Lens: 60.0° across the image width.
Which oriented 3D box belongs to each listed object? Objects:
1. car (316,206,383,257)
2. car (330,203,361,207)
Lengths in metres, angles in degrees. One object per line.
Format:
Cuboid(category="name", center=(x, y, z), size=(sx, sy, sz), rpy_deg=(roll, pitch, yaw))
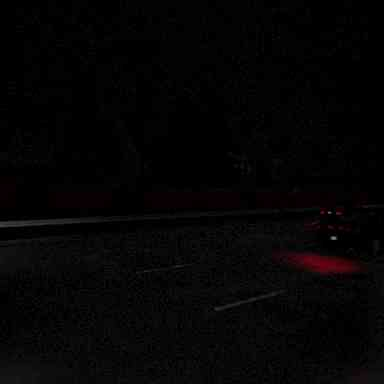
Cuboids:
Cuboid(category="car", center=(6.972, 1.481, 13.127), size=(5.008, 1.535, 1.882), rpy_deg=(0, 0, -36))
Cuboid(category="car", center=(11.902, 1.553, 25.360), size=(5.357, 1.411, 2.033), rpy_deg=(0, 0, -36))
